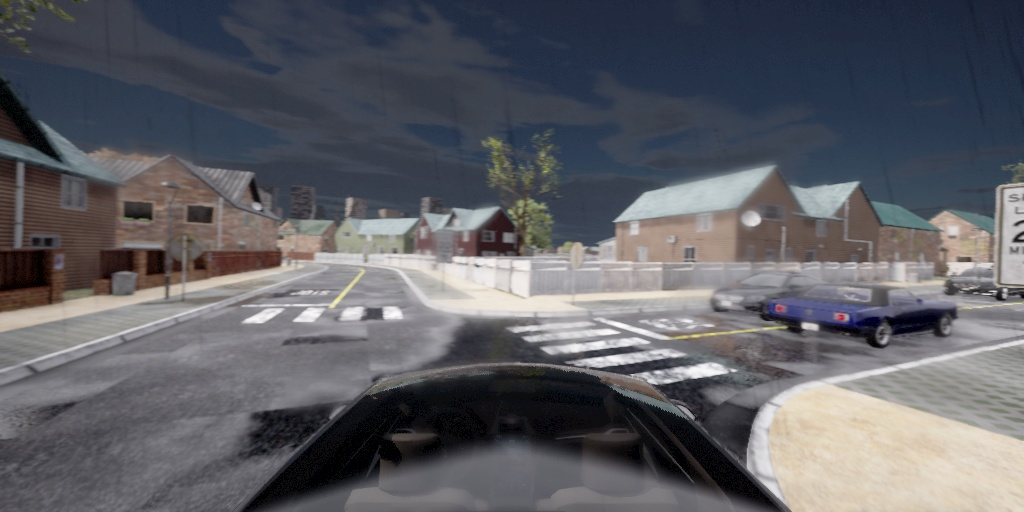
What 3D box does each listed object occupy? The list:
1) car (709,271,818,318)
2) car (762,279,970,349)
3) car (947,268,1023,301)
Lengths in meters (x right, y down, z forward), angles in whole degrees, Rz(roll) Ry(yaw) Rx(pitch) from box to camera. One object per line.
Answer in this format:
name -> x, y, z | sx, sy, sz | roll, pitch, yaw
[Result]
car -> 8.886, 1.249, 12.088 | 4.674, 1.442, 1.812 | 0, 1, -22
car -> 8.902, 1.351, 9.027 | 4.718, 1.301, 1.895 | 1, 1, -22
car -> 24.225, 1.369, 18.242 | 4.892, 1.490, 1.837 | 0, 1, -22
